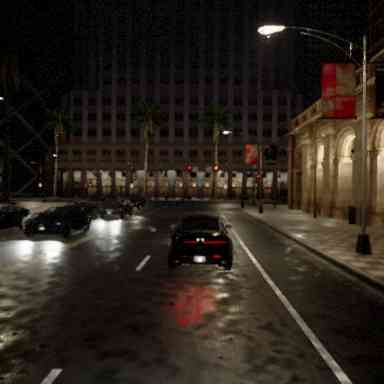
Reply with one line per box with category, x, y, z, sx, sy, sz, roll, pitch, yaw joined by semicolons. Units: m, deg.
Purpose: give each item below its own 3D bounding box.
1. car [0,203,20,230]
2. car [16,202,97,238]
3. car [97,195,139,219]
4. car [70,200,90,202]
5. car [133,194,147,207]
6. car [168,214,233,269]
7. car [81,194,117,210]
car;-10.101;1.323;16.944;2.128;1.511;4.902;1;0;2
car;-6.602;1.428;16.774;1.994;1.385;4.181;1;0;3
car;-6.157;1.312;27.634;2.128;1.511;4.902;1;0;3
car;-9.635;1.386;28.273;1.895;1.301;4.718;1;0;3
car;-5.830;0.928;33.617;1.882;1.535;5.008;1;0;2
car;0.289;1.500;11.047;1.837;1.490;4.892;0;0;2
car;-9.327;0.942;33.757;2.128;1.511;4.902;1;0;2
